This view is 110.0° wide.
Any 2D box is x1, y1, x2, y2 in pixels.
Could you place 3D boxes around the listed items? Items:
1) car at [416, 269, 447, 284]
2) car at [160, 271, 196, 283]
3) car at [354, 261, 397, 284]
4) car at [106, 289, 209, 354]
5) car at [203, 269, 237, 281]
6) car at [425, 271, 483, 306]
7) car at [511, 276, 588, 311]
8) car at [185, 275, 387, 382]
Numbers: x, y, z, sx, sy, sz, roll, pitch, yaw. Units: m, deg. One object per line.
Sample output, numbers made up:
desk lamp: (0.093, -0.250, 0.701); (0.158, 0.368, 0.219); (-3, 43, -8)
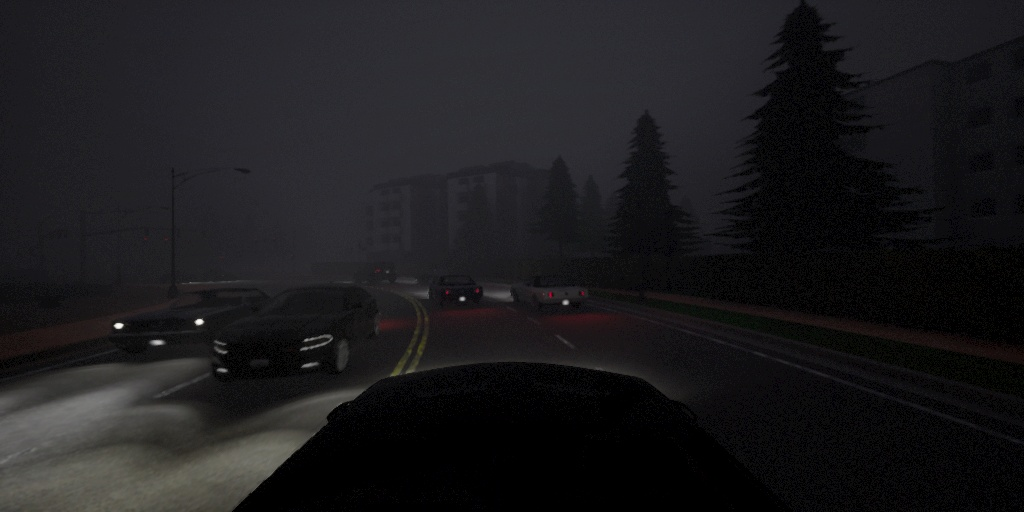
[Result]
car: (-6.735, 1.796, 31.418); (1.895, 1.301, 4.718); (0, -1, -37)
car: (-38.045, 2.397, 40.893); (4.181, 1.385, 1.994); (-1, -1, 26)
car: (-12.580, 1.525, 32.951); (2.150, 2.045, 5.566); (0, -1, -43)
car: (-8.047, 1.568, 9.785); (1.895, 1.301, 4.718); (-1, -1, -13)
car: (-35.547, 2.306, 43.561); (4.674, 1.442, 1.812); (-1, -1, 26)
car: (-2.863, 1.574, 17.354); (1.895, 1.301, 4.718); (-1, -1, -20)
car: (1.385, 1.488, 15.515); (1.895, 1.301, 4.718); (-1, -1, -16)
car: (-4.212, 1.363, 7.830); (1.882, 1.535, 5.008); (-1, -1, -10)
